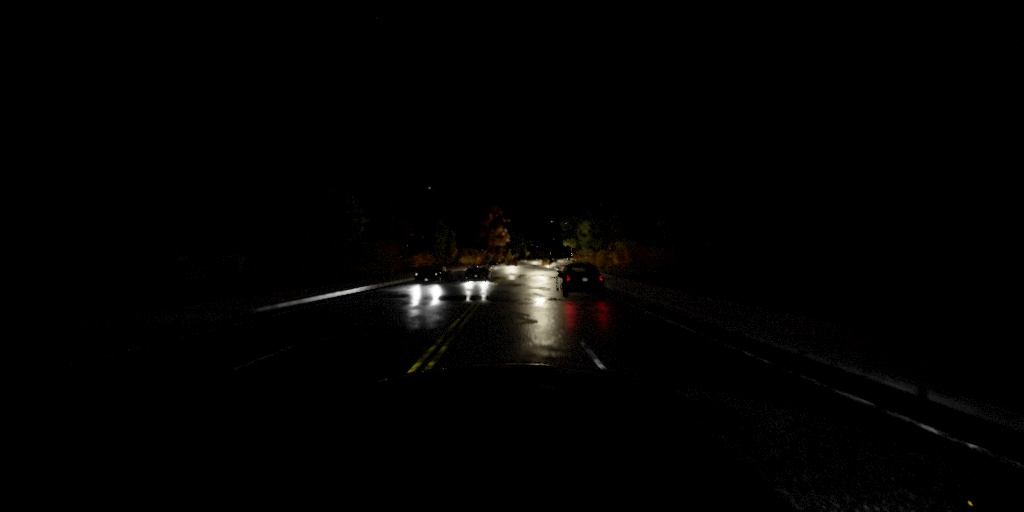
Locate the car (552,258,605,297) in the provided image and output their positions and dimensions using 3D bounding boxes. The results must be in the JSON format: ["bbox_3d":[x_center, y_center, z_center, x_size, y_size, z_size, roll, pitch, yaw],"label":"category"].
[{"bbox_3d":[3.579,1.161,19.486,2.097,1.767,4.553,0,0,1],"label":"car"}]

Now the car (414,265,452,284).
[{"bbox_3d":[-6.113,1.409,28.071,1.895,1.301,4.718,0,0,2],"label":"car"}]

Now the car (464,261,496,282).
[{"bbox_3d":[-2.771,1.384,30.184,1.994,1.385,4.181,0,0,2],"label":"car"}]
